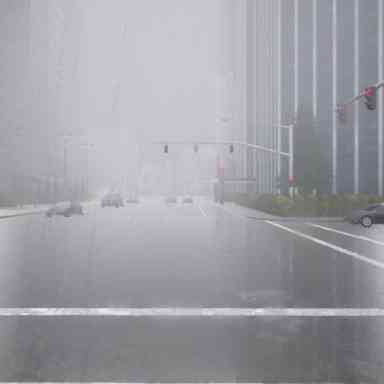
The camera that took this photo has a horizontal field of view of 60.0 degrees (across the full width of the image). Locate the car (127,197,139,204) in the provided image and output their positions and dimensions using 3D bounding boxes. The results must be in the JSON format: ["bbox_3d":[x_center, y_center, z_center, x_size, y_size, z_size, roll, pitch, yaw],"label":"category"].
[{"bbox_3d":[-11.314,1.564,63.663,1.994,1.385,4.181,0,0,0],"label":"car"}]

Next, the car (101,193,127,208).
[{"bbox_3d":[-11.222,1.219,47.166,2.150,2.045,5.566,0,0,0],"label":"car"}]

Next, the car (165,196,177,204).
[{"bbox_3d":[-4.187,1.601,65.000,1.895,1.301,4.718,0,0,0],"label":"car"}]

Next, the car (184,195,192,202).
[{"bbox_3d":[-0.882,1.387,75.592,1.882,1.535,5.008,0,0,-1],"label":"car"}]

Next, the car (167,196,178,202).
[{"bbox_3d":[-4.378,1.540,75.261,2.033,1.411,5.357,0,0,-1],"label":"car"}]

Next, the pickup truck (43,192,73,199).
[{"bbox_3d":[-24.365,1.059,60.024,2.390,2.098,6.274,0,0,30],"label":"pickup truck"}]

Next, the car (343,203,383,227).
[{"bbox_3d":[12.618,1.505,22.088,4.892,1.490,1.837,0,0,0],"label":"car"}]

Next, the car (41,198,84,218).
[{"bbox_3d":[-11.367,1.526,30.100,1.812,1.442,4.674,0,0,4],"label":"car"}]

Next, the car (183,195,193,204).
[{"bbox_3d":[-0.790,1.526,65.341,1.812,1.442,4.674,0,0,-1],"label":"car"}]
